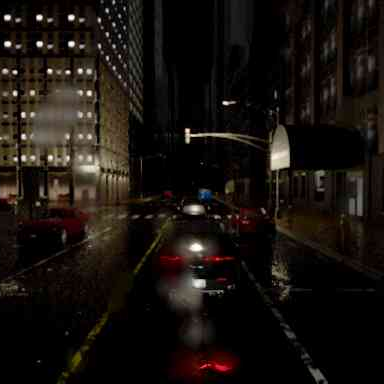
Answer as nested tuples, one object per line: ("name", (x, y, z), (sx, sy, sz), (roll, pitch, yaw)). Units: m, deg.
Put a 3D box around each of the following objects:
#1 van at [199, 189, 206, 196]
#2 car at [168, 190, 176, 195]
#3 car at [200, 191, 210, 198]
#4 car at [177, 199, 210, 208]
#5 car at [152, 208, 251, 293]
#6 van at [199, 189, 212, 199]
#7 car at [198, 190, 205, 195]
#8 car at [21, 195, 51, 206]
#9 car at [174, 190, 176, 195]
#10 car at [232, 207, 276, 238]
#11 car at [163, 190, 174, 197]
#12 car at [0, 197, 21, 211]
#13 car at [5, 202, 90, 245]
("van", (2.673, 0.051, 87.880), (1.690, 1.788, 3.998), (0, 1, 0))
("car", (-5.707, 0.190, 93.579), (1.947, 1.339, 4.313), (0, 1, 0))
("car", (2.676, 0.517, 70.795), (2.008, 1.369, 4.403), (0, 1, 0))
("car", (0.098, 1.297, 18.334), (1.994, 1.385, 4.181), (0, 1, 0))
("car", (0.098, 1.381, 8.495), (1.837, 1.490, 4.892), (0, 1, 0))
("van", (2.677, 0.475, 59.400), (1.690, 1.788, 3.998), (0, 1, 0))
("car", (2.673, 0.206, 93.580), (1.802, 1.307, 4.206), (0, 1, 0))
("car", (-18.527, 0.950, 38.153), (4.403, 1.369, 2.008), (0, 1, 1))
("car", (-5.706, 0.362, 82.187), (1.947, 1.339, 4.313), (0, 1, 0))
("car", (2.813, 1.351, 15.815), (1.802, 1.307, 4.206), (0, 1, 0))
("car", (-5.705, 0.426, 76.491), (1.887, 1.381, 4.507), (0, 1, 0))
("car", (-18.613, 0.880, 29.770), (5.009, 1.841, 2.192), (0, 1, 1))
("car", (-5.826, 1.334, 14.437), (1.887, 1.381, 4.507), (0, 1, 0))
